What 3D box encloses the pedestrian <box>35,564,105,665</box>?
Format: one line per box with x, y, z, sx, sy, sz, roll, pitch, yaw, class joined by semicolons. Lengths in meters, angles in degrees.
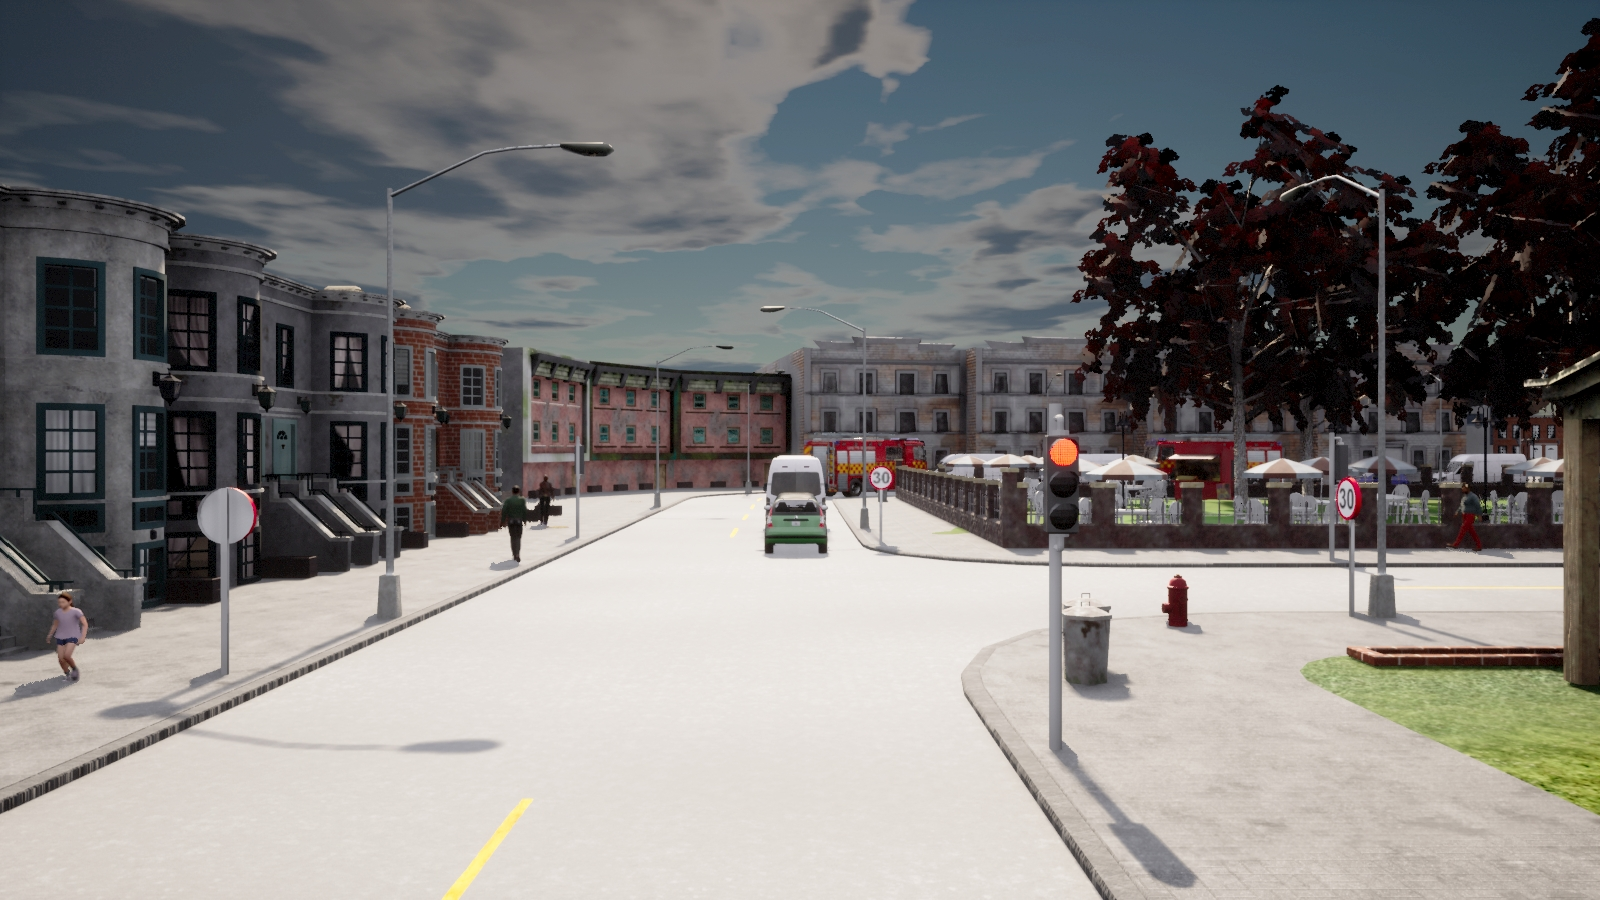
-8.486;1.904;13.293;0.500;1.100;0.500;0;0;-2;pedestrian

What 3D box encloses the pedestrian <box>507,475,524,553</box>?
-6.836;1.524;27.459;0.375;1.860;0.375;0;0;-13;pedestrian

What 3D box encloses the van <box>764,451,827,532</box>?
-0.147;1.315;39.074;1.988;2.561;5.915;0;0;0;van

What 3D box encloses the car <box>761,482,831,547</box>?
-0.119;1.779;32.373;1.851;1.617;3.988;0;0;0;car

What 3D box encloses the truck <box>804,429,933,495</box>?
4.295;0.672;70.228;8.468;3.827;2.891;0;0;-43;truck

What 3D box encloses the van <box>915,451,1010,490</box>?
10.550;1.314;74.428;5.915;2.561;1.988;0;0;0;van

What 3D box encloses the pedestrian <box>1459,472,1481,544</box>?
17.564;1.517;29.947;0.375;1.860;0.375;0;0;1;pedestrian

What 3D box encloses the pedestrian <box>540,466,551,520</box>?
-8.900;1.506;39.961;0.375;1.860;0.375;0;0;-9;pedestrian
